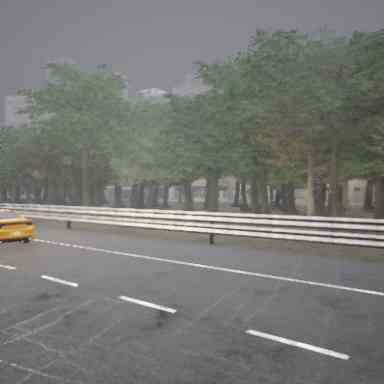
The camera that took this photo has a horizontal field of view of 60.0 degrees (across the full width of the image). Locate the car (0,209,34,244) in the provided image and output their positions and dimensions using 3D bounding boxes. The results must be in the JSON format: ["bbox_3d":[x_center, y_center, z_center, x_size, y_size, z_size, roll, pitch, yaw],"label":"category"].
[{"bbox_3d":[-8.904,1.480,14.548,5.008,1.535,1.882,0,0,36],"label":"car"}]
